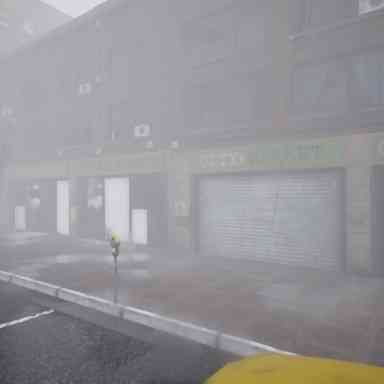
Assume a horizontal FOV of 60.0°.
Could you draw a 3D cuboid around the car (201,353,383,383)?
[{"bbox_3d":[1.980,1.525,1.470,4.829,1.417,1.752,0,0,36],"label":"car"}]
